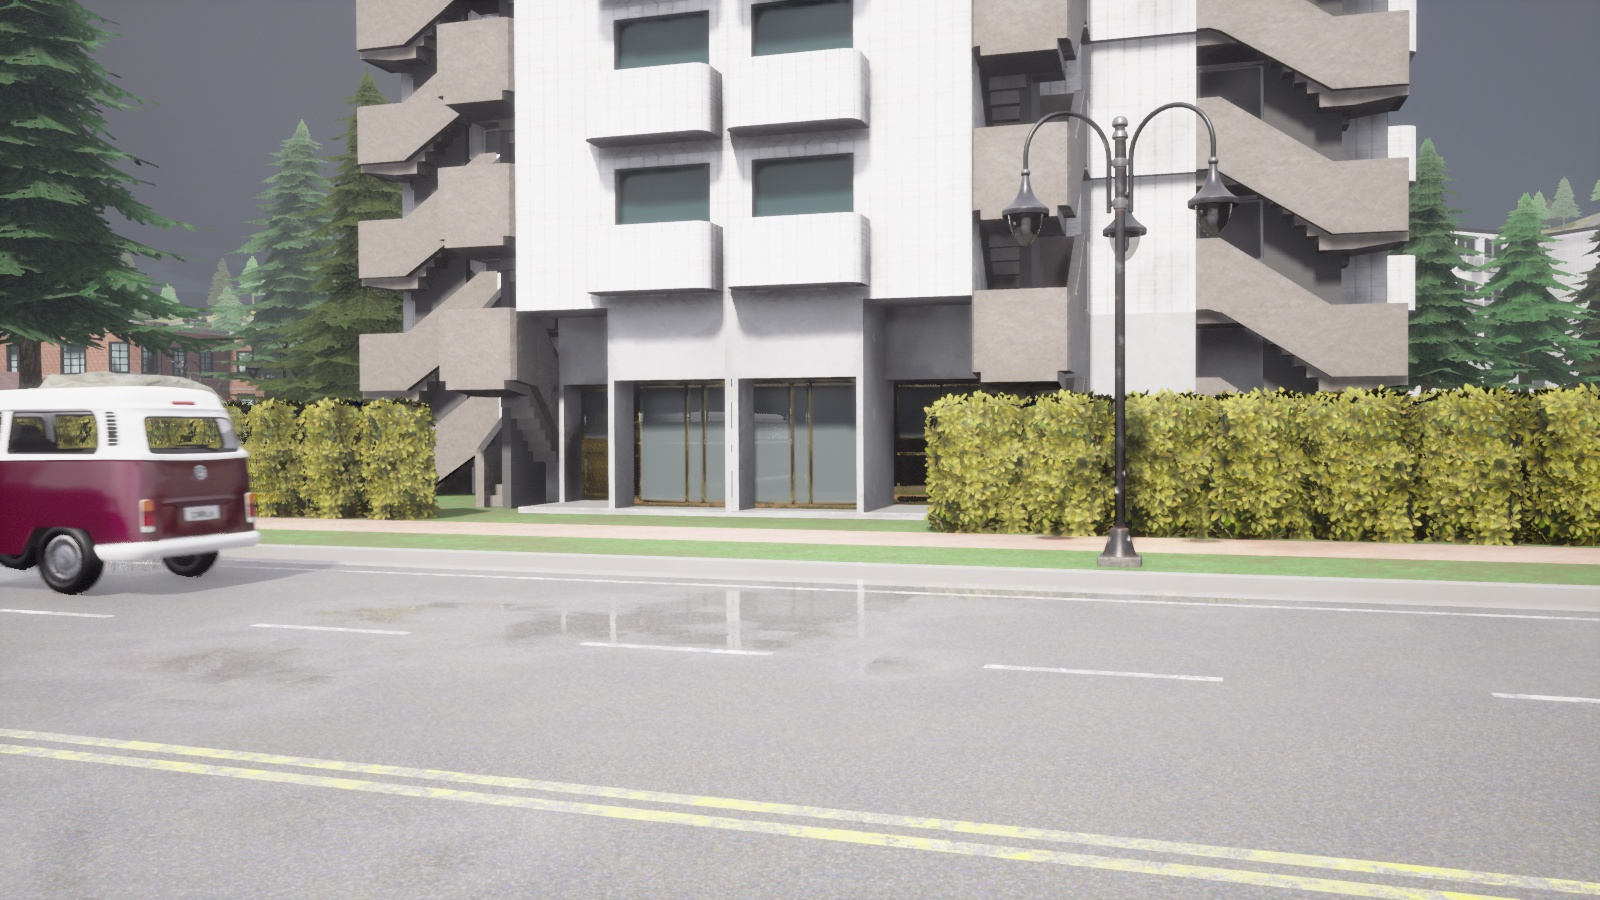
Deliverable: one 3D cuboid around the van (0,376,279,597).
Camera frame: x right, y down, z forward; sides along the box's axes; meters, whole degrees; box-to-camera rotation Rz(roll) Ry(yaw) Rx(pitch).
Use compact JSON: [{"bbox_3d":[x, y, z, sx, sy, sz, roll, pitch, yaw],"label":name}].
[{"bbox_3d":[-8.078,0.307,13.291,4.480,2.038,2.069,1,1,19],"label":"van"}]
